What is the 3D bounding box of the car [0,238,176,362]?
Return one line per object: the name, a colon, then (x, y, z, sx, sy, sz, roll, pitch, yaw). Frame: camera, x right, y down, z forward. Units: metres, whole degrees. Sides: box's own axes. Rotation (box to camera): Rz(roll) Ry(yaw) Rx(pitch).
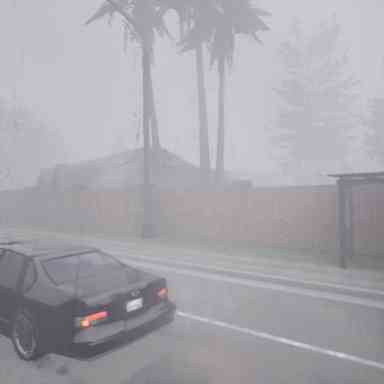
car: (-2.808, 1.572, 5.949, 5.357, 1.411, 2.033, 0, 0, 36)
